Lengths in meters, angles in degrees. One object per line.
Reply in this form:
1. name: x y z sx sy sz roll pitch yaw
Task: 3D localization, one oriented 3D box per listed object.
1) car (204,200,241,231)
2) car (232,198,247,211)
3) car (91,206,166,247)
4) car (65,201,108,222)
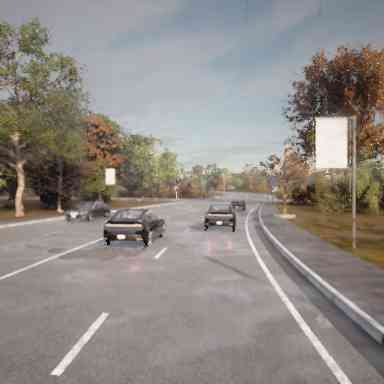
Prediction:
1. car: 1.857 1.517 20.984 2.128 1.511 4.902 0 0 8
2. car: 5.850 1.542 41.903 1.837 1.490 4.892 0 0 13
3. car: -2.426 1.496 15.016 2.128 1.511 4.902 0 0 6
4. car: -8.123 1.485 26.366 2.128 1.511 4.902 0 0 9
